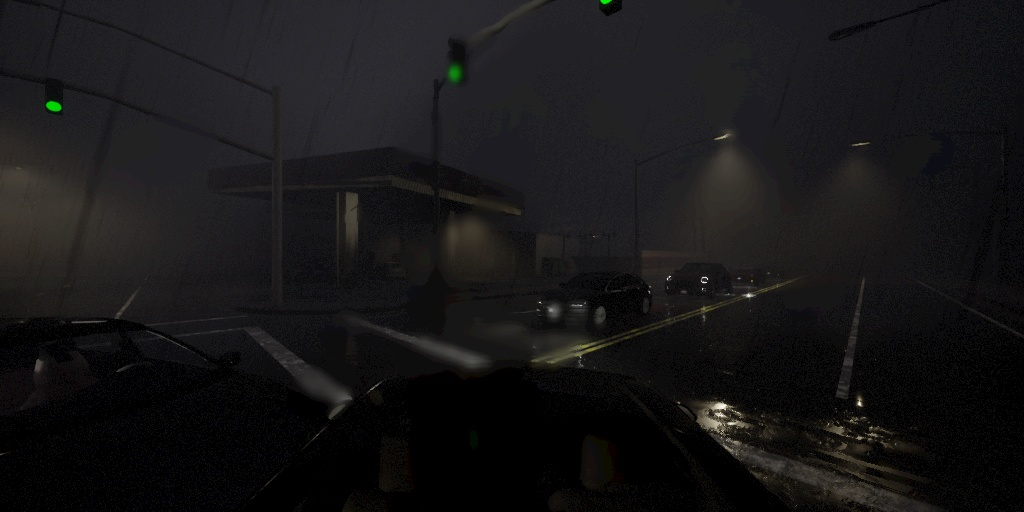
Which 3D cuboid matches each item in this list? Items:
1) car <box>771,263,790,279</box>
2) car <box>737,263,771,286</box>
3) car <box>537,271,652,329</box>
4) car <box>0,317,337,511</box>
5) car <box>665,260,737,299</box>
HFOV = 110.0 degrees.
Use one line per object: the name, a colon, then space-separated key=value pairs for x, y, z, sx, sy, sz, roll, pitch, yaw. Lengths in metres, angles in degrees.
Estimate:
car: x=23.622 y=1.314 z=32.427 sx=4.181 sy=1.385 sz=1.994 roll=0 pitch=0 yaw=-45
car: x=16.523 y=1.314 z=25.339 sx=1.994 sy=1.385 sz=4.181 roll=0 pitch=0 yaw=44
car: x=2.825 y=1.255 z=11.516 sx=1.837 sy=1.490 sz=4.892 roll=0 pitch=0 yaw=44
car: x=-3.433 y=1.242 z=2.467 sx=4.902 sy=1.511 sz=2.128 roll=0 pitch=0 yaw=15
car: x=9.630 y=1.102 z=18.395 sx=2.097 sy=1.767 sz=4.553 roll=0 pitch=0 yaw=45
